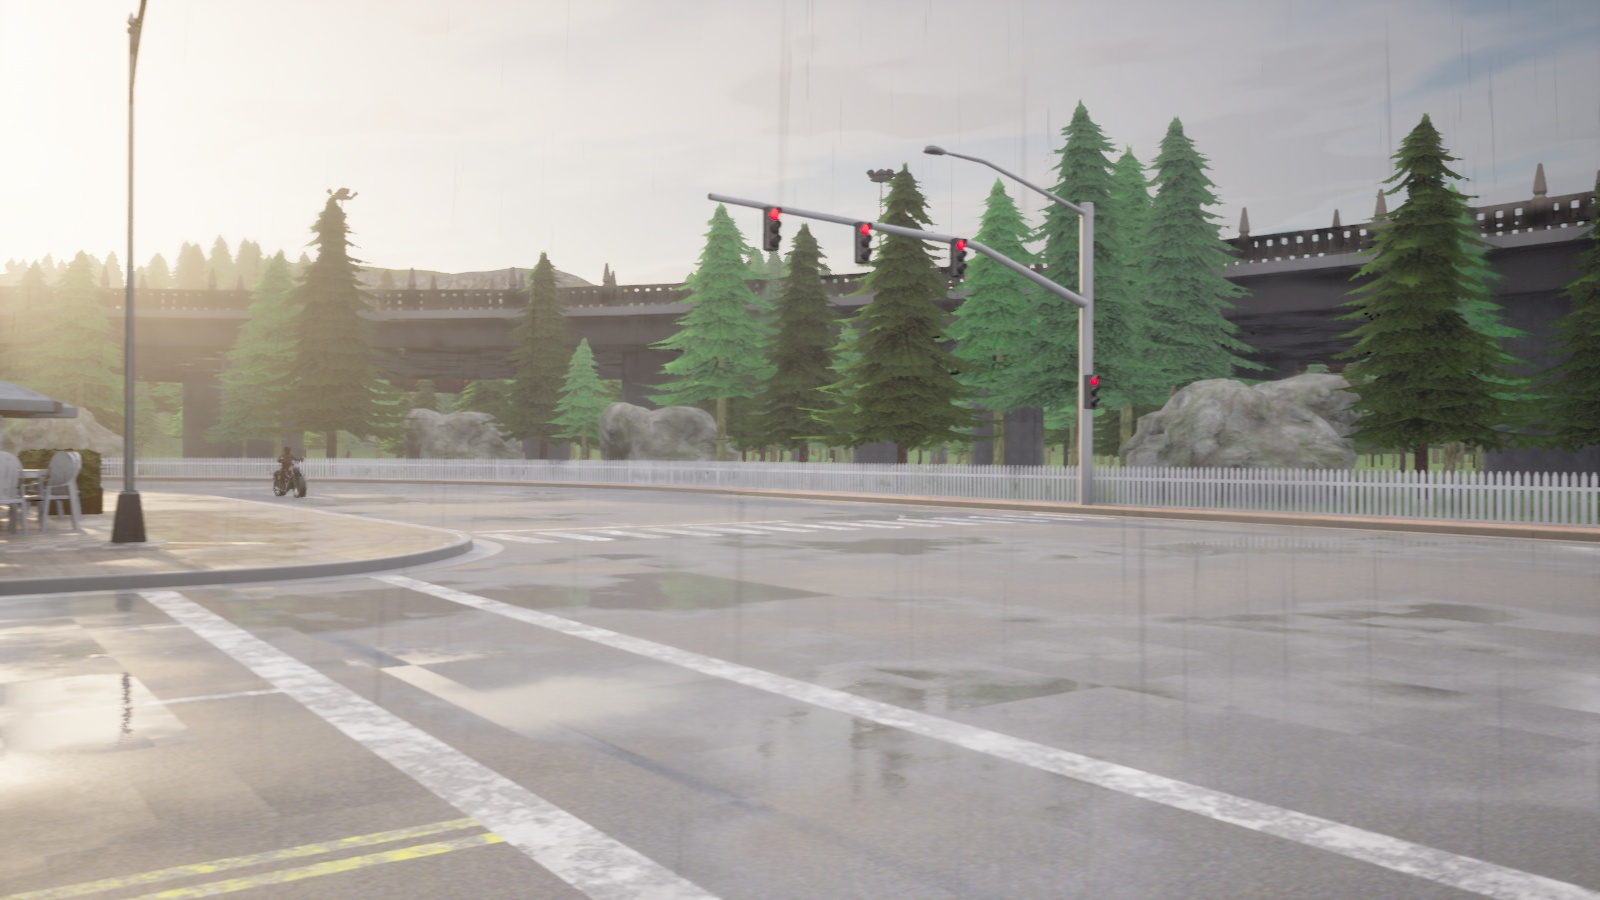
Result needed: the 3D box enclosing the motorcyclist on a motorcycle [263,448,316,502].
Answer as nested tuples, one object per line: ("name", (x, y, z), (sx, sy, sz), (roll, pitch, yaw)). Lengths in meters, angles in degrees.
("motorcyclist on a motorcycle", (-15.900, 0.754, 39.105), (0.766, 1.649, 2.350), (-1, 0, -42))
